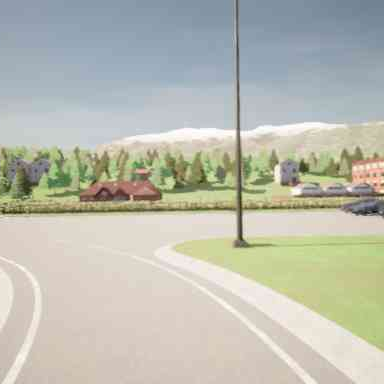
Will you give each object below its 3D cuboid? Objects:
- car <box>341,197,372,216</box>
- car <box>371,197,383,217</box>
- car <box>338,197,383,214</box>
[{"bbox_3d":[16.652,1.371,29.564,5.357,1.411,2.033,-1,0,-2],"label":"car"},{"bbox_3d":[17.259,1.280,26.077,5.008,1.535,1.882,-1,0,-2],"label":"car"},{"bbox_3d":[17.359,1.329,33.078,4.892,1.490,1.837,-1,0,-1],"label":"car"}]
